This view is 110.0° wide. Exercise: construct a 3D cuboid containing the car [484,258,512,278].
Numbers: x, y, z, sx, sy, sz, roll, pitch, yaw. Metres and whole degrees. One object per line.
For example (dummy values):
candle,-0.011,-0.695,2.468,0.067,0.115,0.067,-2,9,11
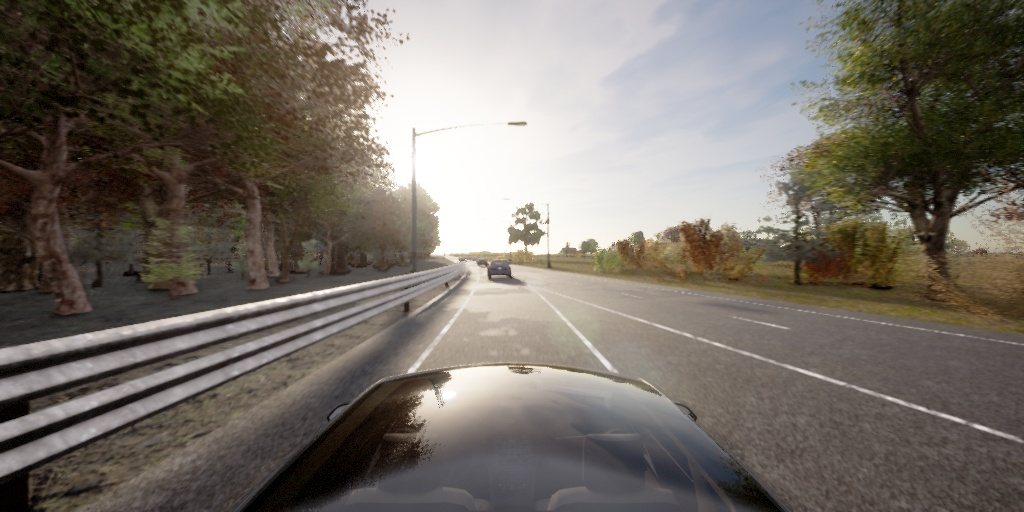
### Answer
car,-1.237,1.075,33.233,2.097,1.767,4.553,0,0,-5
